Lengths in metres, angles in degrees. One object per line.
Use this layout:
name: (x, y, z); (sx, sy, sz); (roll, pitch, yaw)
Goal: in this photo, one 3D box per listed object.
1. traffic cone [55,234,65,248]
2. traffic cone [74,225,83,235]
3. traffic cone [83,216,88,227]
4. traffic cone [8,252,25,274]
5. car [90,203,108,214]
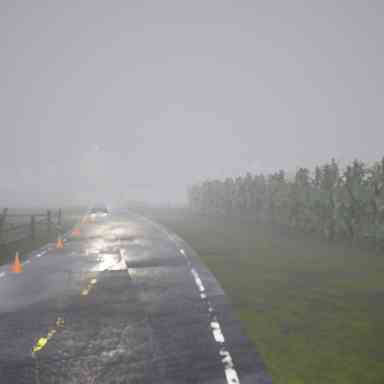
traffic cone: (-5.844, 2.146, 14.695); (0.340, 0.580, 0.340); (0, -1, -9)
traffic cone: (-6.730, 2.206, 19.493); (0.340, 0.580, 0.340); (0, -1, -12)
traffic cone: (-7.848, 2.265, 24.242); (0.340, 0.580, 0.340); (0, -1, -15)
traffic cone: (-5.194, 2.085, 9.861); (0.340, 0.580, 0.340); (0, -1, -6)
car: (-12.212, 2.113, 43.742); (1.994, 1.385, 4.181); (0, -1, -16)
